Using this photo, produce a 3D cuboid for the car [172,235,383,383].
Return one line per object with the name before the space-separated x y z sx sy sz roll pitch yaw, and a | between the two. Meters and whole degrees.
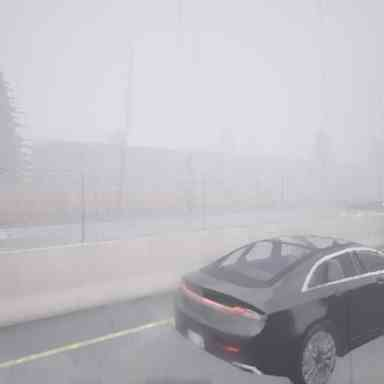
car | 2.032 1.448 5.222 4.902 1.511 2.128 -1 1 -35
